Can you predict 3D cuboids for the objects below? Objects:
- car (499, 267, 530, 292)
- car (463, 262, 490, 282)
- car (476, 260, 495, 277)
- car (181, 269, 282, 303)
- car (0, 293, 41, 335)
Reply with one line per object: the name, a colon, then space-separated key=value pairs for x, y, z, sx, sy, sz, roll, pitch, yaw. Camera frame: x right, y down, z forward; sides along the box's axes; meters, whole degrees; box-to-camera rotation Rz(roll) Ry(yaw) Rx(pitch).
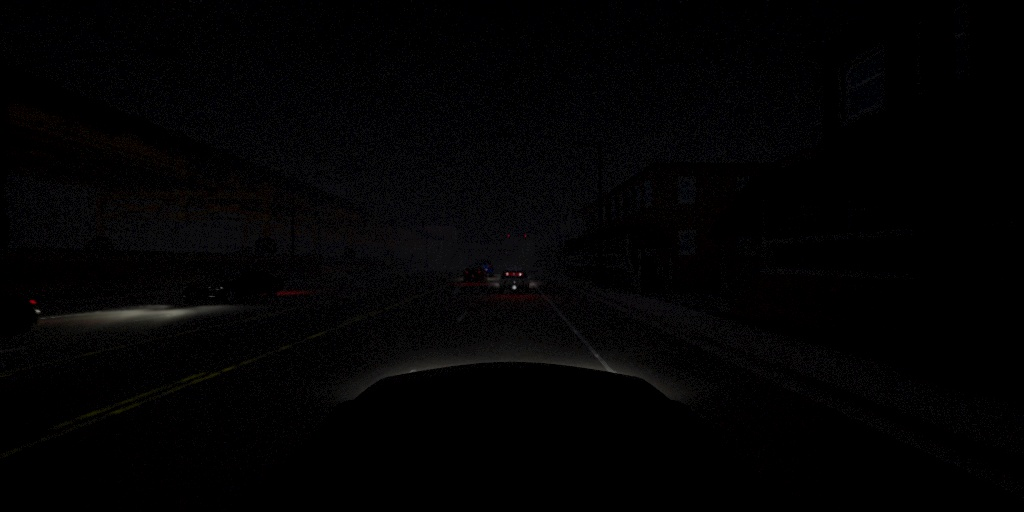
car: x=0.145 y=1.607 z=23.468 sx=1.895 sy=1.301 sz=4.718 roll=0 pitch=-1 yaw=0
car: x=-3.348 y=1.598 z=33.297 sx=1.882 sy=1.535 sz=5.008 roll=0 pitch=-1 yaw=0
car: x=-3.345 y=1.463 z=43.489 sx=2.150 sy=2.045 sz=5.566 roll=0 pitch=0 yaw=0
car: x=-13.967 y=1.419 z=18.246 sx=1.882 sy=1.535 sz=5.008 roll=0 pitch=-1 yaw=0
car: x=-14.086 y=1.387 z=8.144 sx=1.994 sy=1.385 sz=4.181 roll=0 pitch=-1 yaw=0
